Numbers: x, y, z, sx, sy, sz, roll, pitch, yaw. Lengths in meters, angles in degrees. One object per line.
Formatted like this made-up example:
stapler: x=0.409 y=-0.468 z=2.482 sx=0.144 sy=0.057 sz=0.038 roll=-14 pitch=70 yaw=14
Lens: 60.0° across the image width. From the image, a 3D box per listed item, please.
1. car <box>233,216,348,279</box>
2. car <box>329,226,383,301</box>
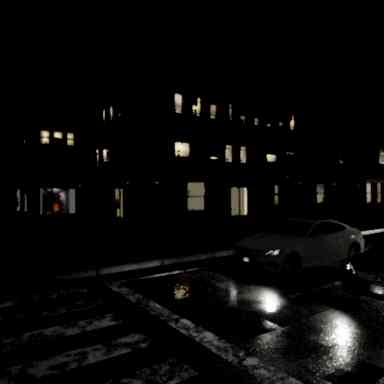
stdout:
car: x=3.370 y=1.494 z=10.078 sx=4.674 sy=1.442 sz=1.812 roll=0 pitch=0 yaw=-34
car: x=5.225 y=1.494 z=7.418 sx=4.674 sy=1.442 sz=1.812 roll=0 pitch=0 yaw=-37
